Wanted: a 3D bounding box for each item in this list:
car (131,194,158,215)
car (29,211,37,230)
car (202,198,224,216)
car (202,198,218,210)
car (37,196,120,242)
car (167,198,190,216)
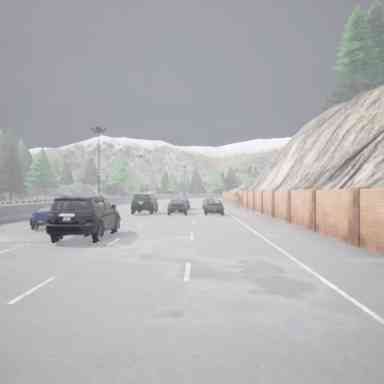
[{"bbox_3d":[-4.861,1.215,34.596,2.150,2.045,5.566,0,0,1],"label":"car"},{"bbox_3d":[-8.582,1.523,21.204,1.812,1.442,4.674,0,0,1],"label":"car"},{"bbox_3d":[2.113,1.486,32.793,2.128,1.511,4.902,0,0,1],"label":"car"},{"bbox_3d":[2.283,1.519,43.243,1.812,1.442,4.674,0,0,1],"label":"car"},{"bbox_3d":[-5.159,1.218,16.452,2.150,2.045,5.566,0,0,0],"label":"car"},{"bbox_3d":[-1.385,1.500,32.983,1.837,1.490,4.892,0,0,1],"label":"car"}]
